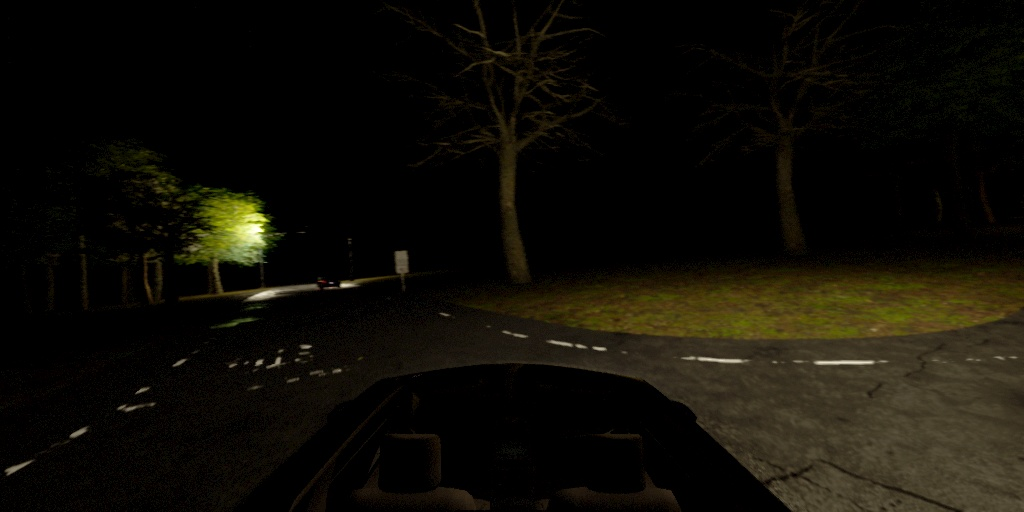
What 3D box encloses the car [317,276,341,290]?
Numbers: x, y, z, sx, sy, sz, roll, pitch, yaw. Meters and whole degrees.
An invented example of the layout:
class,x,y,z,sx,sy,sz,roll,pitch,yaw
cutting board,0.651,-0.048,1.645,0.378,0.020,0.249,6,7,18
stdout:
class,x,y,z,sx,sy,sz,roll,pitch,yaw
car,-20.253,2.938,39.937,1.994,1.385,4.181,-4,-1,-30
